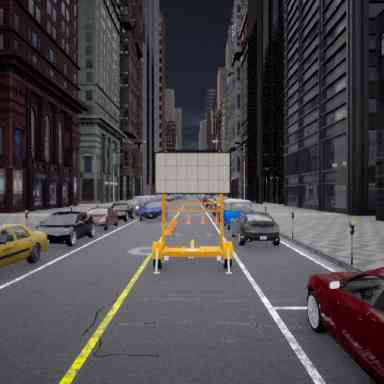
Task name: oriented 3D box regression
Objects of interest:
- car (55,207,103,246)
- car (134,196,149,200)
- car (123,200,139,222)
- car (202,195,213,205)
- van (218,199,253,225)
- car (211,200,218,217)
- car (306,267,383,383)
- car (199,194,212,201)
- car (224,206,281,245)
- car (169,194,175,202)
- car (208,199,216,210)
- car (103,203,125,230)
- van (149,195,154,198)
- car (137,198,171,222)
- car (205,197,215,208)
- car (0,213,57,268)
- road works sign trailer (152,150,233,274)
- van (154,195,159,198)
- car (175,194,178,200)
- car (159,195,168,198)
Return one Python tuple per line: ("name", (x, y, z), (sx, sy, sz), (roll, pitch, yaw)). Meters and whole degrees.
("car", (-5.734, 1.569, 15.172), (1.947, 1.339, 4.313), (0, 0, 0))
("car", (-5.700, 1.454, 32.082), (1.967, 1.590, 4.097), (0, 0, 0))
("car", (-5.711, 1.575, 26.445), (1.947, 1.339, 4.313), (0, 0, 0))
("car", (2.860, 1.575, 48.989), (1.887, 1.381, 4.507), (0, 0, 0))
("van", (2.802, 1.347, 20.808), (1.690, 1.788, 3.998), (0, 0, 0))
("car", (2.814, 1.560, 26.444), (2.008, 1.369, 4.403), (0, 0, 0))
("car", (2.769, 1.545, 3.899), (1.887, 1.381, 4.507), (0, 0, 0))
("car", (2.882, 1.360, 60.261), (2.192, 1.841, 5.009), (0, 0, 0))
("car", (2.791, 1.554, 15.172), (2.008, 1.369, 4.403), (0, 0, 0))
("car", (-5.608, 1.616, 77.174), (1.887, 1.381, 4.507), (0, 0, 0))
("car", (2.826, 1.595, 32.081), (1.802, 1.307, 4.206), (0, 0, 0))
("car", (-5.722, 1.588, 20.809), (1.802, 1.307, 4.206), (0, 0, 0))
("van", (-5.688, 1.360, 37.719), (1.690, 1.788, 3.998), (0, 0, 0))
("car", (-3.046, 1.487, 27.040), (1.882, 1.535, 5.008), (0, 0, 0))
("car", (2.837, 1.569, 37.717), (2.008, 1.369, 4.403), (0, 0, 0))
("car", (-5.745, 1.526, 9.365), (1.752, 1.417, 4.829), (0, 0, 0))
("road works sign trailer", (0.021, 0.466, 10.562), (2.380, 3.560, 2.880), (0, 0, 0))
("van", (-5.677, 1.366, 43.355), (1.690, 1.788, 3.998), (0, 0, 0))
("car", (-5.585, 1.658, 88.447), (1.947, 1.339, 4.313), (0, 0, 0))
("car", (-5.654, 1.352, 54.628), (2.192, 1.841, 5.009), (0, 0, 0))
